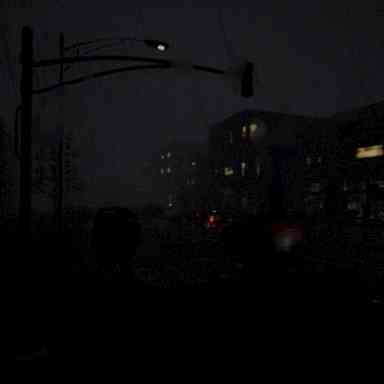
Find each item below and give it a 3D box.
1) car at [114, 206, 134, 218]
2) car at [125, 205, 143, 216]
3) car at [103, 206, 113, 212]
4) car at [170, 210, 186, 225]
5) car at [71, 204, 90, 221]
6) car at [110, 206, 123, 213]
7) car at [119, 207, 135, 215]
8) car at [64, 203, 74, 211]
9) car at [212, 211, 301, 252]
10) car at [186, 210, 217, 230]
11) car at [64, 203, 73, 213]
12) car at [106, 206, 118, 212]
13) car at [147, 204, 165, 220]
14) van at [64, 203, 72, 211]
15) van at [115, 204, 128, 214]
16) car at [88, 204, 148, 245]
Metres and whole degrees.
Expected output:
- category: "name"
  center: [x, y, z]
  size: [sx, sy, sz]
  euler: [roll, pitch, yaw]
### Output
- category: "car"
  center: [-9.578, 2.786, 46.458]
  size: [1.882, 1.535, 5.008]
  euler: [1, -2, -22]
- category: "car"
  center: [-9.161, 2.929, 52.384]
  size: [1.967, 1.590, 4.097]
  euler: [0, -2, -22]
- category: "car"
  center: [-19.706, 3.857, 78.027]
  size: [1.802, 1.307, 4.206]
  euler: [0, -2, -22]
- category: "car"
  center: [-0.789, 2.389, 32.021]
  size: [1.752, 1.417, 4.829]
  euler: [0, -2, -22]
- category: "car"
  center: [-12.693, 2.522, 38.938]
  size: [1.967, 1.590, 4.097]
  euler: [0, -2, -22]
- category: "car"
  center: [-15.487, 3.505, 67.769]
  size: [1.887, 1.381, 4.507]
  euler: [0, -2, -22]
- category: "car"
  center: [-11.269, 3.228, 57.509]
  size: [1.802, 1.307, 4.206]
  euler: [0, -2, -22]
- category: "car"
  center: [-29.568, 3.655, 79.977]
  size: [2.192, 1.841, 5.009]
  euler: [0, -2, -22]
- category: "car"
  center: [3.036, 1.858, 15.730]
  size: [2.128, 1.511, 4.902]
  euler: [1, -2, -20]
- category: "car"
  center: [1.385, 2.141, 26.737]
  size: [1.967, 1.590, 4.097]
  euler: [0, -2, -22]
- category: "car"
  center: [-25.347, 3.577, 69.712]
  size: [2.008, 1.369, 4.403]
  euler: [0, -2, -22]
- category: "car"
  center: [-17.597, 3.699, 72.897]
  size: [1.802, 1.307, 4.206]
  euler: [0, -2, -22]
- category: "car"
  center: [-4.944, 2.489, 42.128]
  size: [2.192, 1.841, 5.009]
  euler: [0, -2, -22]
- category: "van"
  center: [-31.677, 3.839, 85.106]
  size: [1.690, 1.788, 3.998]
  euler: [0, -2, -22]
- category: "van"
  center: [-13.381, 3.144, 62.645]
  size: [1.690, 1.788, 3.998]
  euler: [0, -2, -22]
- category: "car"
  center: [-4.257, 1.767, 18.424]
  size: [2.192, 1.841, 5.009]
  euler: [0, -2, -22]
